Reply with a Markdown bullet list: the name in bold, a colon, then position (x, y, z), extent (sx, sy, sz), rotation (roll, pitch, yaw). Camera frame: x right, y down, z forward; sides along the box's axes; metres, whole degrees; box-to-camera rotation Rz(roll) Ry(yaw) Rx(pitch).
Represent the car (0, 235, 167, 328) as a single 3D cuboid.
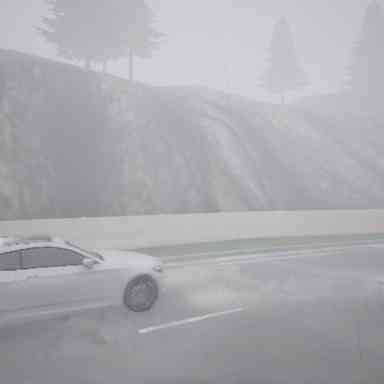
- **car**: position (-2.717, 1.525, 6.062), extent (4.674, 1.442, 1.812), rotation (0, 0, -33)
